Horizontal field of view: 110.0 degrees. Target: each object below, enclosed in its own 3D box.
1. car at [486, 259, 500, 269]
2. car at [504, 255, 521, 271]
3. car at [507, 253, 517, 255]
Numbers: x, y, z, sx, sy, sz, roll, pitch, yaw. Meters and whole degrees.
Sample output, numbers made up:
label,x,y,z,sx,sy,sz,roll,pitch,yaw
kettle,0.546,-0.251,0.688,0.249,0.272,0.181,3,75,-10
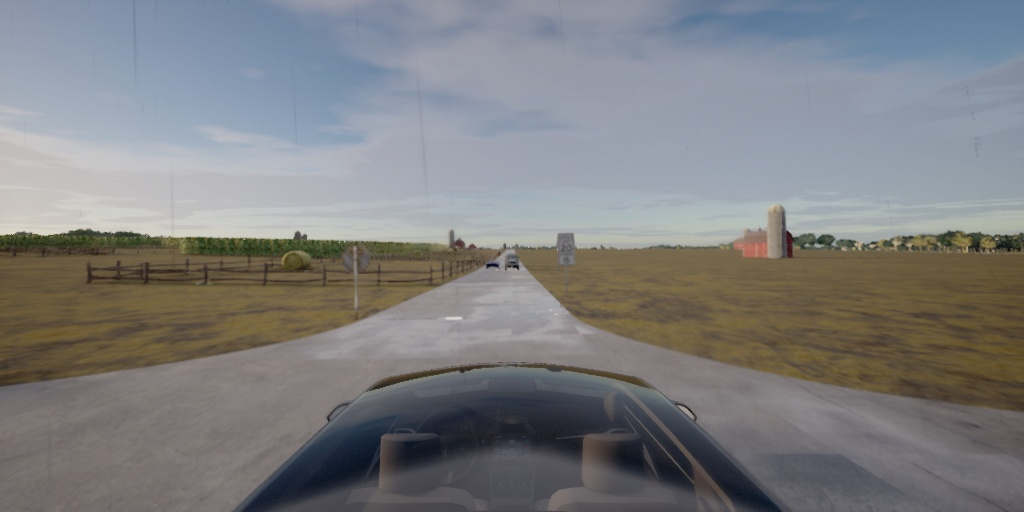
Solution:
label,x,y,z,sx,sy,sz,roll,pitch,yaw
car,-2.731,1.121,51.404,1.895,1.301,4.718,-1,1,0
car,0.012,1.038,45.604,1.837,1.490,4.892,-1,1,0
car,0.014,0.622,56.046,2.150,2.045,5.566,-1,1,0
